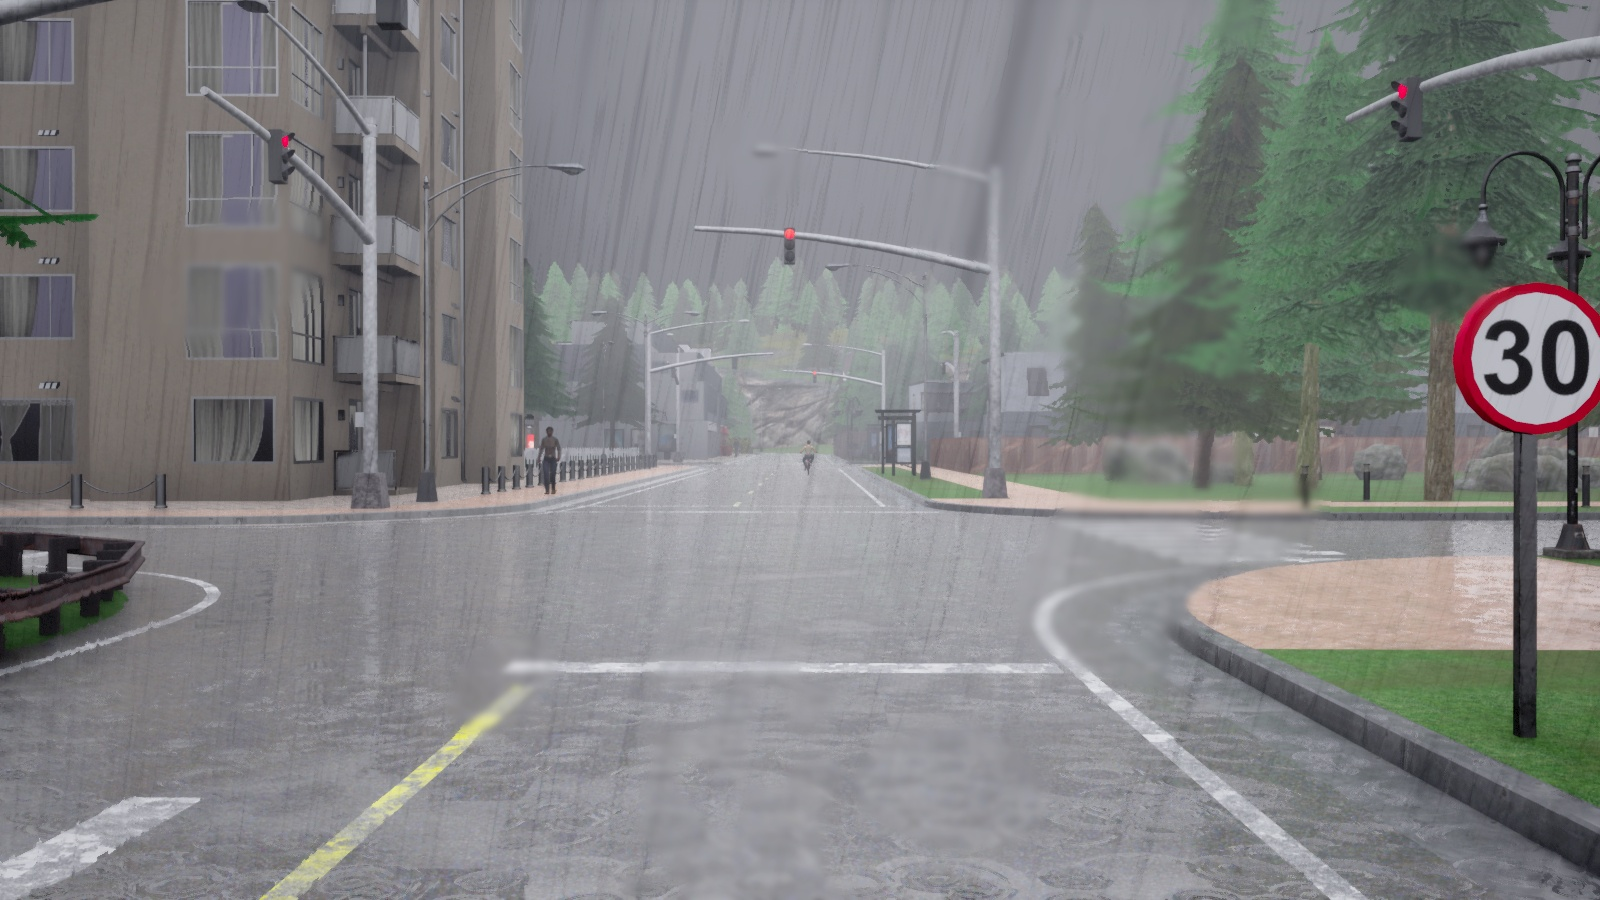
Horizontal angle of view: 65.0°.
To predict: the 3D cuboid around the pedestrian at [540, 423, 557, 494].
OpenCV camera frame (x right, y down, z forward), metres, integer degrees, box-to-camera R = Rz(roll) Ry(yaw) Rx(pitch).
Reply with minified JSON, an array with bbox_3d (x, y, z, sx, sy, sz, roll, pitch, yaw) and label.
[{"bbox_3d":[-6.445,0.220,32.254,0.328,1.805,0.869,0,0,-5],"label":"pedestrian"}]
